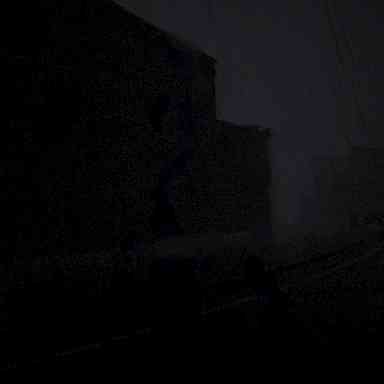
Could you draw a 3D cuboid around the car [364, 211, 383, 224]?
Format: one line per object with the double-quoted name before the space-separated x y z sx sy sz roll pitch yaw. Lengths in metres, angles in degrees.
"car" 19.792 2.703 35.343 1.994 1.385 4.181 -2 -3 14
